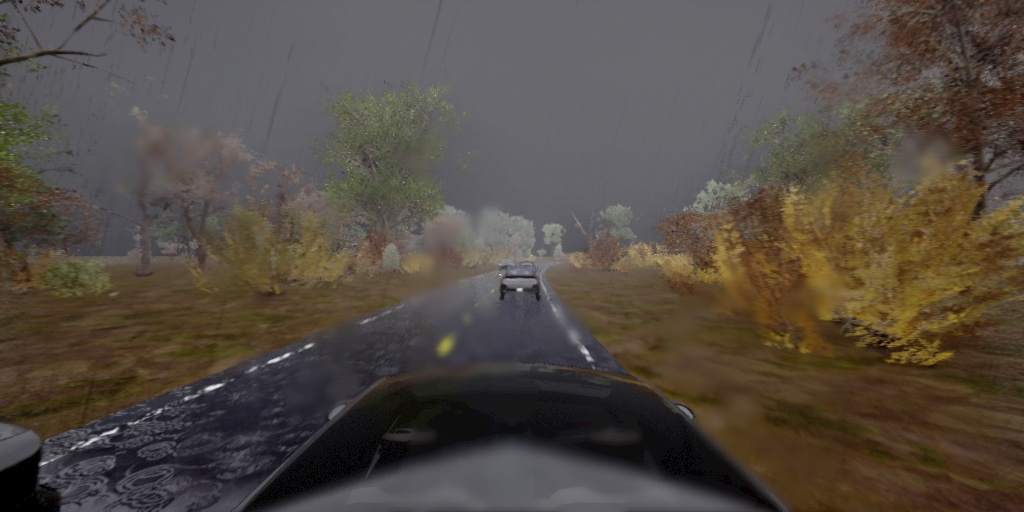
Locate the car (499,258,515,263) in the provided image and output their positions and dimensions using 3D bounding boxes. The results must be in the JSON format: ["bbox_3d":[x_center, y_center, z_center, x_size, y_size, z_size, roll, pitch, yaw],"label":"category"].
[{"bbox_3d":[-0.547,1.116,47.801,2.097,1.767,4.553,0,0,6],"label":"car"}]

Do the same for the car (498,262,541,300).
[{"bbox_3d":[0.423,1.248,17.942,2.128,1.511,4.902,0,0,2],"label":"car"}]
